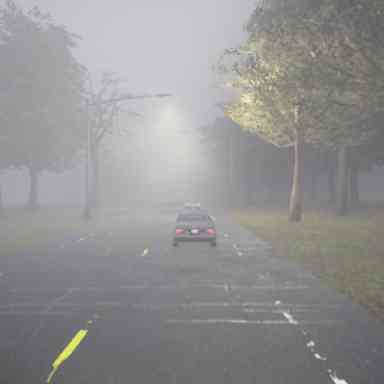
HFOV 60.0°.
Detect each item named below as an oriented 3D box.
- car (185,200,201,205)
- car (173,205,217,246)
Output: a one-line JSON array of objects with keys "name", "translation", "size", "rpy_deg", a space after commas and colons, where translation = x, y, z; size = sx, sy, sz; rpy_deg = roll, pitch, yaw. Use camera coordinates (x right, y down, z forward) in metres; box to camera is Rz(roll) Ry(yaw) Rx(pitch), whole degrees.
[{"name": "car", "translation": [0.084, 1.601, 41.296], "size": [1.895, 1.301, 4.718], "rpy_deg": [0, 0, 0]}, {"name": "car", "translation": [0.105, 1.549, 15.228], "size": [2.033, 1.411, 5.357], "rpy_deg": [0, 0, 0]}]
